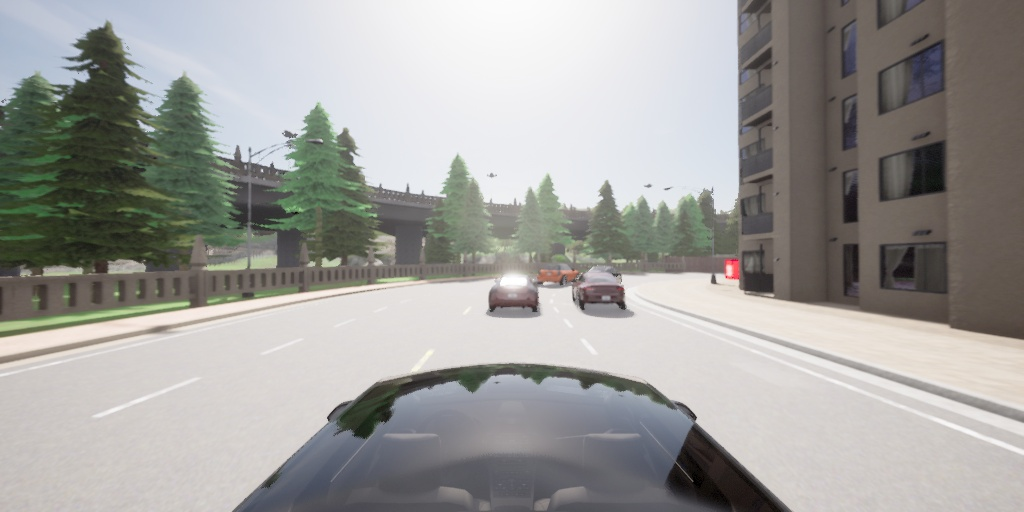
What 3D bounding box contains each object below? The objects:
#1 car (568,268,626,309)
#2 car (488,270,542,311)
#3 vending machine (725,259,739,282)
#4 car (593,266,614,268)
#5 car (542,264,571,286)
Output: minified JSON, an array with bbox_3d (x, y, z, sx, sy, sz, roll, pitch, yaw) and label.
[{"bbox_3d":[3.699,1.429,15.711,1.812,1.442,4.674,0,0,4],"label":"car"},{"bbox_3d":[0.169,1.464,15.340,1.994,1.385,4.181,0,-1,4],"label":"car"},{"bbox_3d":[20.830,1.297,33.868,0.880,2.100,1.100,0,0,-25],"label":"vending machine"},{"bbox_3d":[7.052,1.524,27.342,2.128,1.511,4.902,0,-1,30],"label":"car"},{"bbox_3d":[3.849,1.398,28.763,2.097,1.767,4.553,0,-1,30],"label":"car"}]
